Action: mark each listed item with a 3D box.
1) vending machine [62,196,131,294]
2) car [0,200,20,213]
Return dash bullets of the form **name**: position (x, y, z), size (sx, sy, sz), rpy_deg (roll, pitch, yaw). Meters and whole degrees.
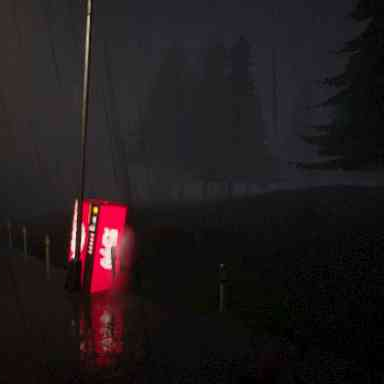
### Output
- **vending machine**: position (-2.290, 1.212, 8.016), size (0.880, 2.100, 1.100), rpy_deg (6, 0, 44)
- **car**: position (-22.454, 1.706, 39.423), size (2.033, 1.411, 5.357), rpy_deg (4, -1, -3)
